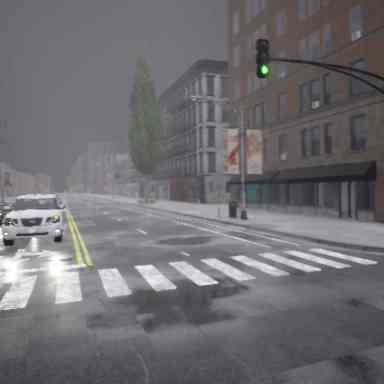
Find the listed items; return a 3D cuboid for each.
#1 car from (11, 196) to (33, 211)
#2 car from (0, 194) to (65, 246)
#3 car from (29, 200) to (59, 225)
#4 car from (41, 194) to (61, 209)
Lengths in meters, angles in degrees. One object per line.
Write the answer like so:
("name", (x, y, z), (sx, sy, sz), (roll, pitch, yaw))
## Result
("car", (-20.736, 1.344, 40.726), (1.882, 1.535, 5.008), (-1, 0, -21))
("car", (-7.256, 1.151, 15.548), (2.150, 2.045, 5.566), (-1, 1, -22))
("car", (-10.906, 1.391, 24.744), (1.837, 1.490, 4.892), (-1, 1, -22))
("car", (-17.900, 1.154, 42.390), (2.097, 1.767, 4.553), (-1, 1, -21))
